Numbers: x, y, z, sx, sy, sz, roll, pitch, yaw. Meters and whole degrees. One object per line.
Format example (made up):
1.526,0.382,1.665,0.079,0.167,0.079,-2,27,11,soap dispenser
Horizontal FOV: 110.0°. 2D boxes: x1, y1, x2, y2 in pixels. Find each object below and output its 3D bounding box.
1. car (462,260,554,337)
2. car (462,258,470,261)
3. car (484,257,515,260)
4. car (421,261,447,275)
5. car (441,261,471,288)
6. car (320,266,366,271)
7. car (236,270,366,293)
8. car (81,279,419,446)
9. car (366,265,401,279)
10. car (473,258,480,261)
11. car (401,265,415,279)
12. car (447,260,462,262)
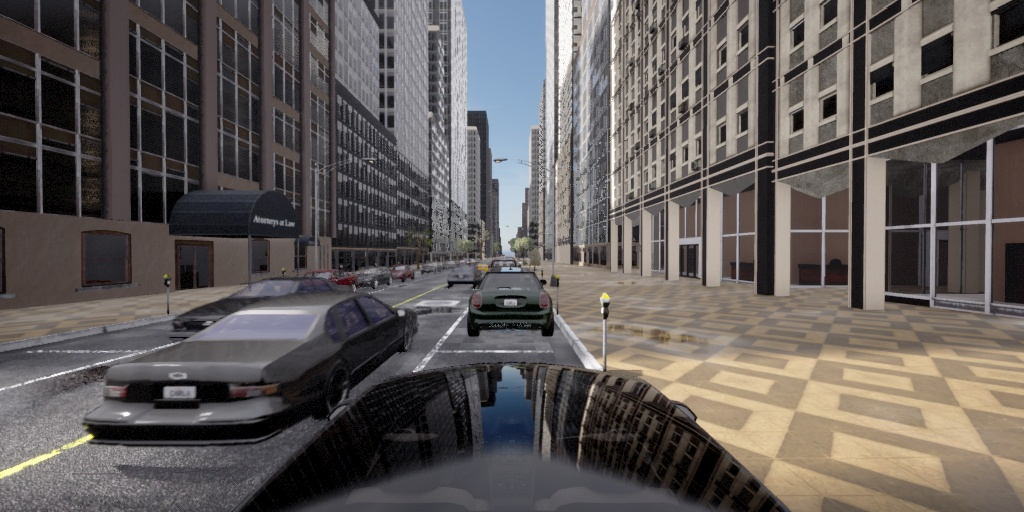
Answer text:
-0.033,1.101,10.471,2.097,1.767,4.553,0,0,0,car
-8.837,1.319,62.308,1.802,1.307,4.207,0,0,0,car
-0.457,1.061,22.523,2.192,1.841,5.009,0,0,0,car
-8.837,1.293,39.574,2.007,1.370,4.403,0,0,0,car
-3.044,1.293,23.877,2.033,1.411,5.357,0,0,0,car
-8.837,1.292,16.839,1.888,1.381,4.507,0,0,0,car
-6.249,1.296,9.961,2.033,1.411,5.357,0,0,0,car
-3.046,1.296,5.794,2.033,1.411,5.357,0,0,0,car
-8.838,1.297,22.523,2.007,1.370,4.403,0,0,0,car
-3.145,1.198,42.536,1.801,1.575,5.366,0,0,0,car
-8.837,1.327,28.206,1.802,1.307,4.207,0,0,0,car
-8.837,1.291,50.940,2.007,1.370,4.403,0,0,0,car
